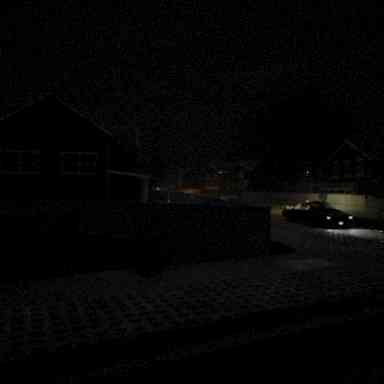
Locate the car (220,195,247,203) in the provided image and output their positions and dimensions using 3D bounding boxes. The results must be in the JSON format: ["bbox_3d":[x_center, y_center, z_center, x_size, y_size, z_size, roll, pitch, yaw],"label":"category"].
[{"bbox_3d":[4.224,1.011,35.767,2.033,1.411,5.357,0,1,-14],"label":"car"}]

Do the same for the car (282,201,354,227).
[{"bbox_3d":[7.577,1.268,20.720,2.033,1.411,5.357,0,1,-12],"label":"car"}]
